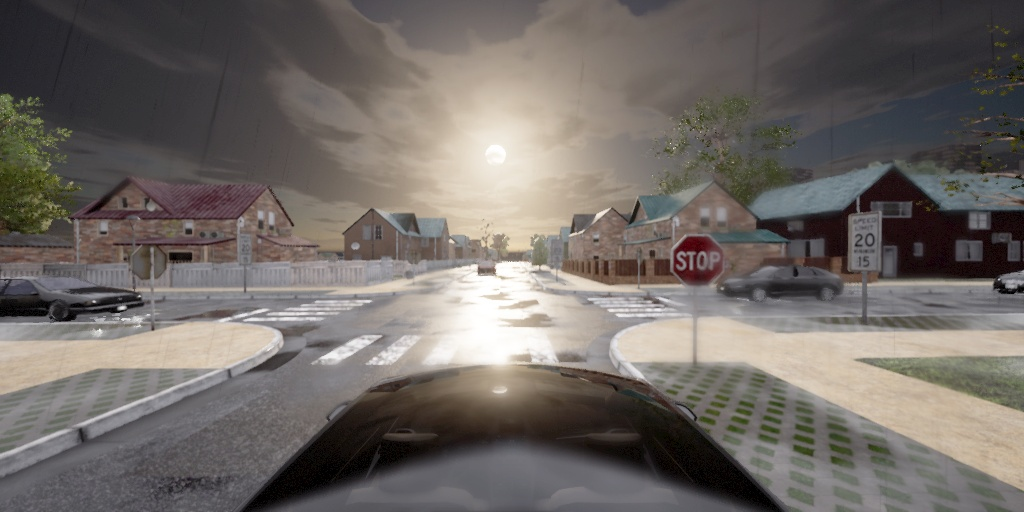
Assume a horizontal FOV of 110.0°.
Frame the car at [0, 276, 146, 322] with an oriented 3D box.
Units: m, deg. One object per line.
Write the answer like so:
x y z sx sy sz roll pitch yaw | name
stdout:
-15.763 1.373 11.986 5.357 1.411 2.033 0 1 -1 | car

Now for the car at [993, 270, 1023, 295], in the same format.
24.553 1.069 15.933 4.902 1.511 2.128 0 1 -2 | car

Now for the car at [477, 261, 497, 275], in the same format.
-2.675 1.231 38.787 1.882 1.535 5.008 0 0 0 | car

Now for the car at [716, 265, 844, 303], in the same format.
11.515 1.151 15.564 4.892 1.490 1.837 0 1 -2 | car
